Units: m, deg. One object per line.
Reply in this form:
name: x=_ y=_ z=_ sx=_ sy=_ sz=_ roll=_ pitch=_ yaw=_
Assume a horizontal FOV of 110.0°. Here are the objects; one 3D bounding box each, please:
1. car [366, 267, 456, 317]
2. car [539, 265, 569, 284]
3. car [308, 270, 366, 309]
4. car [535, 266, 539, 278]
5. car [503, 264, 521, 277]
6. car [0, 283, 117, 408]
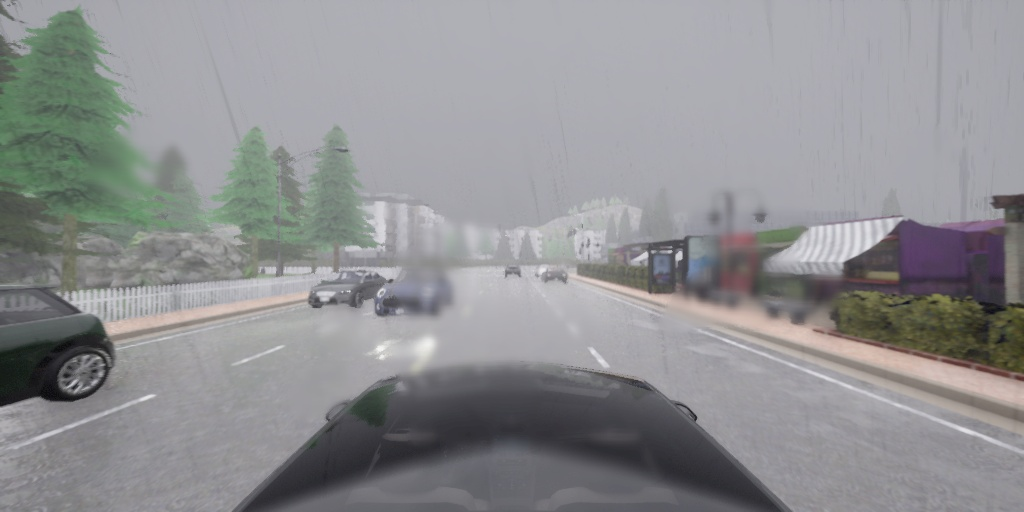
car: x=-3.527 y=1.233 z=13.780 sx=2.097 sy=1.767 sz=4.553 roll=0 pitch=-1 yaw=1
car: x=3.642 y=1.670 z=30.908 sx=1.895 sy=1.301 sz=4.718 roll=0 pitch=-1 yaw=0
car: x=-7.068 y=1.397 z=16.000 sx=2.128 sy=1.511 sz=4.902 roll=0 pitch=-1 yaw=0
car: x=3.676 y=1.702 z=40.716 sx=1.812 sy=1.442 sz=4.674 roll=0 pitch=-1 yaw=0
car: x=0.031 y=1.701 z=42.576 sx=1.837 sy=1.490 sz=4.892 roll=0 pitch=-1 yaw=-2
car: x=-7.097 y=1.120 z=3.466 sx=2.097 sy=1.767 sz=4.553 roll=0 pitch=-1 yaw=0
